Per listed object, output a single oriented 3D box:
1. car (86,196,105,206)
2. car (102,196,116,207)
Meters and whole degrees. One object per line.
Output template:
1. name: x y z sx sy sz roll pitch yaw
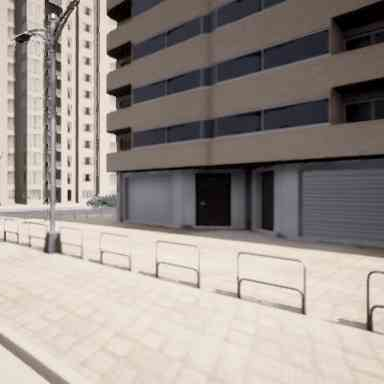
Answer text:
1. car: -13.480 1.321 49.863 2.097 1.767 4.553 0 0 41
2. car: -10.109 1.578 48.425 1.895 1.301 4.718 0 0 41
